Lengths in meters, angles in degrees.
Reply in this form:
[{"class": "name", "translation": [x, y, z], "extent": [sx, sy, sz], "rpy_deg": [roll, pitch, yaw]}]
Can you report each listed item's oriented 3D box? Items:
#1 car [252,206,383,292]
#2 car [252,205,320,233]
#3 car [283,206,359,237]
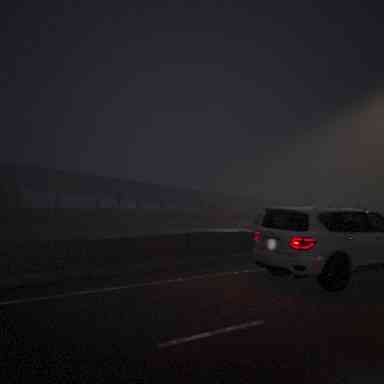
[{"class": "car", "translation": [4.339, 1.445, 9.654], "extent": [5.566, 2.045, 2.150], "rpy_deg": [2, -2, -29]}, {"class": "car", "translation": [7.935, 2.269, 27.887], "extent": [5.566, 2.045, 2.150], "rpy_deg": [5, -3, -29]}, {"class": "car", "translation": [9.722, 2.222, 24.877], "extent": [5.566, 2.045, 2.150], "rpy_deg": [5, -3, -29]}]
